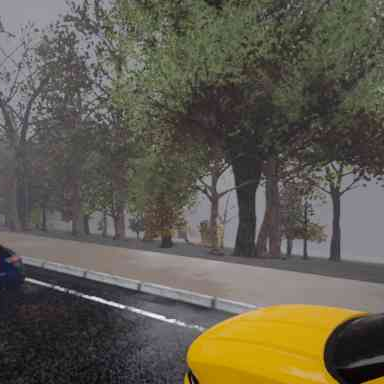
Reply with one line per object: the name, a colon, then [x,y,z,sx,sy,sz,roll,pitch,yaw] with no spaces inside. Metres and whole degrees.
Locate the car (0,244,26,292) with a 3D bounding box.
car: [-5.780,1.579,7.827,4.181,1.385,1.994,0,0,36]

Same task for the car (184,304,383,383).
car: [2.209,1.477,2.108,5.008,1.535,1.882,0,0,36]
